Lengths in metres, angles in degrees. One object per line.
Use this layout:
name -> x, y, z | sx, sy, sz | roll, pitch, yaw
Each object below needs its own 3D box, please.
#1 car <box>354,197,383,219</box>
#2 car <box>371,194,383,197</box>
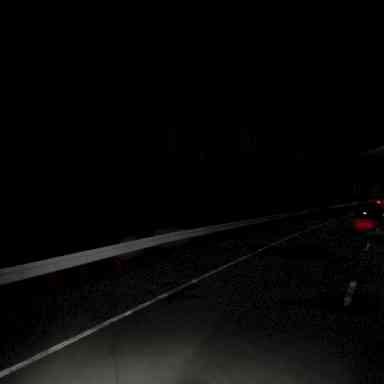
car -> 15.756, 1.505, 29.657 | 1.837, 1.490, 4.892 | 0, 0, 35
car -> 21.758, 1.221, 38.246 | 2.150, 2.045, 5.566 | 0, 0, 35
